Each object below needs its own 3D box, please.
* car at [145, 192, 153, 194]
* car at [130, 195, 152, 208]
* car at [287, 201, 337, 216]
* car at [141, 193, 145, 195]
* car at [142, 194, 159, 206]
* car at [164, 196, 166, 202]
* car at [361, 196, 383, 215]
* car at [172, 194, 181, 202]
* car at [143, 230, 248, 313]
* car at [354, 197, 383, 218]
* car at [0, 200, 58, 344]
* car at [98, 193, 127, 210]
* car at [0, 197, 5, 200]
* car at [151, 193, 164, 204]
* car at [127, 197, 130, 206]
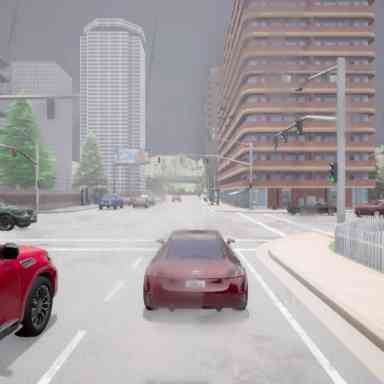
[{"bbox_3d":[-10.567,1.225,74.763,2.150,2.045,5.566,0,0,0],"label":"car"},{"bbox_3d":[-7.124,1.526,46.905,1.812,1.442,4.674,0,0,-2],"label":"car"},{"bbox_3d":[11.395,1.545,31.343,4.718,1.301,1.895,0,0,-12],"label":"car"},{"bbox_3d":[-10.602,1.505,64.235,1.837,1.490,4.892,0,0,0],"label":"car"},{"bbox_3d":[-7.138,1.526,55.762,1.812,1.442,4.674,0,0,0],"label":"car"},{"bbox_3d":[-7.069,1.499,76.463,1.837,1.490,4.892,0,0,0],"label":"car"},{"bbox_3d":[19.834,1.297,34.194,4.553,1.767,2.097,0,0,-27],"label":"car"},{"bbox_3d":[-3.570,1.355,77.687,2.097,1.767,4.553,0,0,0],"label":"car"},{"bbox_3d":[0.086,1.564,7.775,1.994,1.385,4.181,0,0,1],"label":"car"},{"bbox_3d":[16.552,1.422,29.075,5.008,1.535,1.882,0,0,-20],"label":"car"},{"bbox_3d":[-3.434,1.221,3.496,2.150,2.045,5.566,0,0,0],"label":"car"},{"bbox_3d":[-10.615,1.221,44.048,2.150,2.045,5.566,0,0,2],"label":"car"},{"bbox_3d":[-12.171,1.198,19.600,5.566,2.045,2.150,1,0,-1],"label":"car"},{"bbox_3d":[-7.093,1.526,66.025,1.812,1.442,4.674,0,0,0],"label":"car"},{"bbox_3d":[-10.638,1.526,53.803,1.812,1.442,4.674,0,0,0],"label":"car"}]
